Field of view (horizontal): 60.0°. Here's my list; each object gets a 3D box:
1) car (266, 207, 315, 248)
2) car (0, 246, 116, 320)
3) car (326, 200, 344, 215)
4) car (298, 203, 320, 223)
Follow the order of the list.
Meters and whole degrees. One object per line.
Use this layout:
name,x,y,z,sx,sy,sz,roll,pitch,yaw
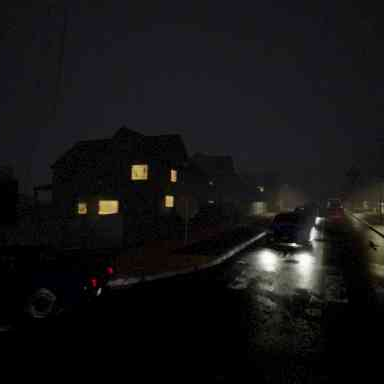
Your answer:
car,5.016,1.773,16.908,1.882,1.535,5.008,0,-1,22
car,-4.268,1.891,7.447,4.718,1.301,1.895,1,-3,1
car,19.497,2.249,45.168,1.837,1.490,4.892,0,-1,22
car,9.319,1.936,27.656,2.128,1.511,4.902,0,-1,22
